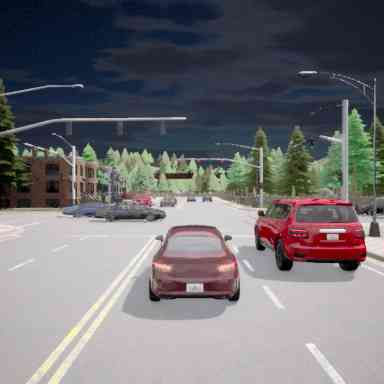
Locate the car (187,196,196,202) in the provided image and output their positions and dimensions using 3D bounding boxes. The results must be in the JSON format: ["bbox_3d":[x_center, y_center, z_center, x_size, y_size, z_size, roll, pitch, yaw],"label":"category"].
[{"bbox_3d":[-0.144,1.575,74.570,1.994,1.385,4.181,0,0,0],"label":"car"}]

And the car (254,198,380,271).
[{"bbox_3d":[3.554,1.225,11.061,2.150,2.045,5.566,0,0,0],"label":"car"}]

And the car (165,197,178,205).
[{"bbox_3d":[-3.693,1.582,59.787,1.994,1.385,4.181,0,0,0],"label":"car"}]

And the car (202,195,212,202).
[{"bbox_3d":[3.363,1.377,74.343,2.097,1.767,4.553,0,0,0],"label":"car"}]

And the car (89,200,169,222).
[{"bbox_3d":[-4.700,1.555,25.538,5.357,1.411,2.033,0,0,2],"label":"car"}]

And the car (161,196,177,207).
[{"bbox_3d":[-3.696,1.367,51.179,2.097,1.767,4.553,0,0,0],"label":"car"}]

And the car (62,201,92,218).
[{"bbox_3d":[-8.891,1.557,30.174,5.357,1.411,2.033,0,0,-16],"label":"car"}]

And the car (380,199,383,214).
[{"bbox_3d":[19.072,1.534,28.769,4.674,1.442,1.812,0,0,0],"label":"car"}]

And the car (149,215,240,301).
[{"bbox_3d":[0.047,1.528,8.180,1.812,1.442,4.674,0,0,0],"label":"car"}]

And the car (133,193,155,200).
[{"bbox_3d":[-7.164,1.236,47.904,2.150,2.045,5.566,0,0,2],"label":"car"}]
